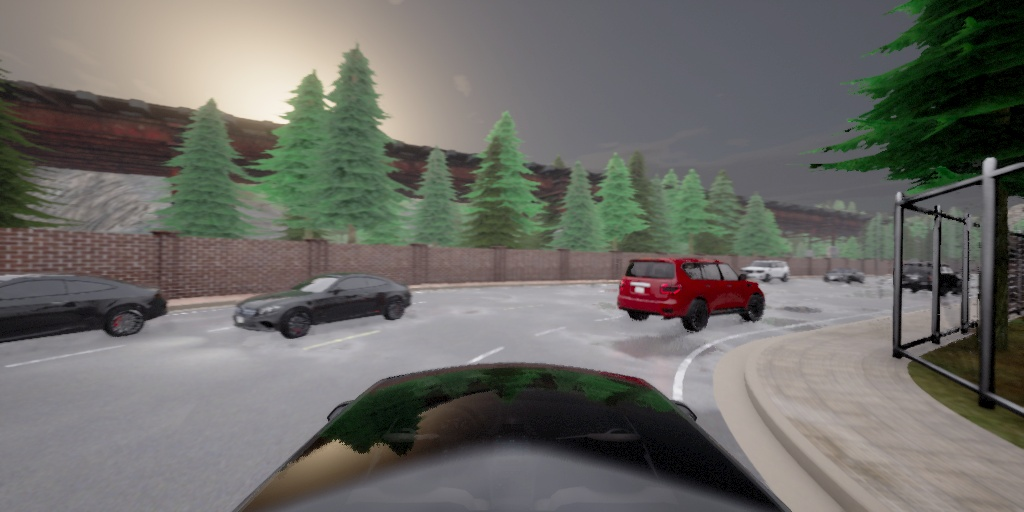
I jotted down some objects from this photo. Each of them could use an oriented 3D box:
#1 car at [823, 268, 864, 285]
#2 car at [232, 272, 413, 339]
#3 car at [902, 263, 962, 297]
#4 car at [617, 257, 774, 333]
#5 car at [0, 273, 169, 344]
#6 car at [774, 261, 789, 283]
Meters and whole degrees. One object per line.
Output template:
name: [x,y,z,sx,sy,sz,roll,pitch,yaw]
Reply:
car: [31.714,1.875,34.259,4.902,1.511,2.128,1,0,-29]
car: [-4.868,1.180,9.981,1.812,1.442,4.674,1,0,31]
car: [27.080,1.512,23.387,5.566,2.045,2.150,1,0,-29]
car: [5.831,1.089,11.513,5.566,2.045,2.150,1,-1,-33]
car: [-9.895,1.080,7.107,1.812,1.442,4.674,1,0,17]
car: [23.847,1.449,33.841,5.566,2.045,2.150,1,0,-30]
